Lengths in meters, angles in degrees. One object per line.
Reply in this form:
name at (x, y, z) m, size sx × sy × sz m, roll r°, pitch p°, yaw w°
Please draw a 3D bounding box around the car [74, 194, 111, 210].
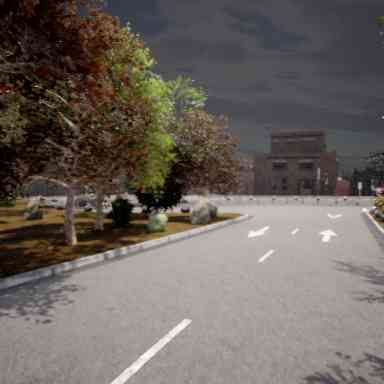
car at (-10.465, 0.994, 34.880) m, size 4.892 × 1.490 × 1.837 m, roll 0°, pitch 2°, yaw 40°
